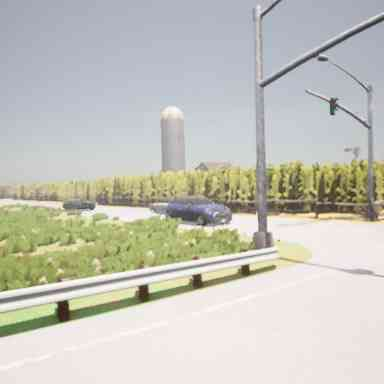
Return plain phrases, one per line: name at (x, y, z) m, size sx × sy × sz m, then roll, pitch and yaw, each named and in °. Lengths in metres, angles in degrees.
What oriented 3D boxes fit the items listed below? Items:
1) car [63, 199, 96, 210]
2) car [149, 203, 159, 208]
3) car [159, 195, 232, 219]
car at (-11.800, 1.361, 34.806) m, size 1.895 × 1.301 × 4.718 m, roll -3°, pitch 2°, yaw -40°
car at (-1.619, 1.210, 27.820) m, size 1.895 × 1.301 × 4.718 m, roll -3°, pitch 2°, yaw -41°
car at (0.333, 1.055, 20.632) m, size 2.097 × 1.767 × 4.553 m, roll -3°, pitch 2°, yaw -41°
